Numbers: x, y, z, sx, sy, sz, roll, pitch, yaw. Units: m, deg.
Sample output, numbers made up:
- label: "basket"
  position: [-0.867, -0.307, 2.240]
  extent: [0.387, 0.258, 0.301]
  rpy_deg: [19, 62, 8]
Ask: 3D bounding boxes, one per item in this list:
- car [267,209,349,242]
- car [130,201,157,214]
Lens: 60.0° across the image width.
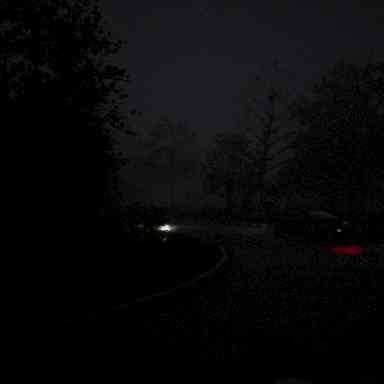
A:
- label: "car"
  position: [5.942, 1.640, 17.683]
  extent: [1.882, 1.535, 5.008]
  rpy_deg: [1, -1, -20]
- label: "car"
  position: [-3.755, 1.510, 26.688]
  extent: [2.097, 1.767, 4.553]
  rpy_deg: [1, -1, -30]
